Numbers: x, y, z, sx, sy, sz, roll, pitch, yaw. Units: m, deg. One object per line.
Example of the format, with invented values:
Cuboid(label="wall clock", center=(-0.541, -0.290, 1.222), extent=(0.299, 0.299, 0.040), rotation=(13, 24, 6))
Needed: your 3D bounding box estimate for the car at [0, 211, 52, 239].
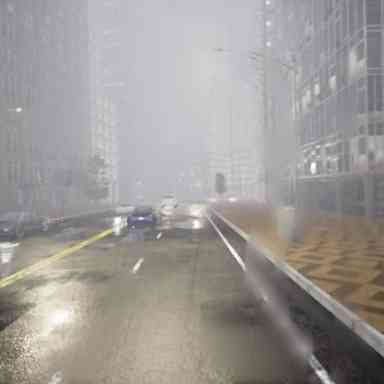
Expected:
Cuboid(label="car", center=(-9.983, 1.823, 19.206), extent=(2.033, 1.411, 5.357), rotation=(-1, 0, 0))

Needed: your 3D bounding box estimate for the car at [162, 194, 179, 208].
Cuboid(label="car", center=(-3.257, 1.378, 49.877), extent=(2.150, 2.045, 5.566), rotation=(-2, 0, 2))

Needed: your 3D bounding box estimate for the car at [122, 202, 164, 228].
Cuboid(label="car", center=(-3.309, 1.677, 23.435), extent=(1.994, 1.385, 4.181), rotation=(-1, 0, 0))

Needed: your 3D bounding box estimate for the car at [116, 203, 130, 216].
Cuboid(label="car", center=(-6.749, 1.818, 35.634), extent=(1.895, 1.301, 4.718), rotation=(-1, 0, 0))
